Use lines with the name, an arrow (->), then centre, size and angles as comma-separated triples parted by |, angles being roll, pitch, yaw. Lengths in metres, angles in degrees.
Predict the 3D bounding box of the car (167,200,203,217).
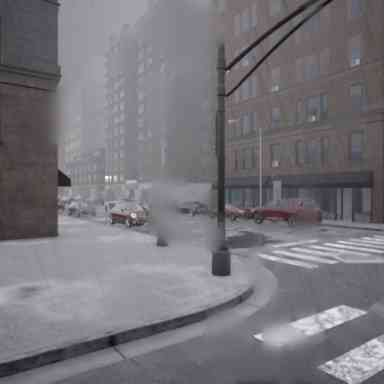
car -> -0.120, 1.555, 31.333 | 1.947, 1.339, 4.313 | 0, 0, -35

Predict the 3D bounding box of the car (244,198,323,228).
car -> 6.231, 1.315, 22.294 | 2.192, 1.841, 5.009 | 0, 0, -35

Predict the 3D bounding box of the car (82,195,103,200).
car -> -15.747, 1.463, 54.076 | 1.837, 1.490, 4.892 | 0, 0, -35

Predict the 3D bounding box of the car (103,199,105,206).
car -> -8.001, 1.456, 37.742 | 1.882, 1.535, 5.008 | 0, 0, -35

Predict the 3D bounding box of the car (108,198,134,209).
car -> -9.646, 1.538, 44.893 | 1.947, 1.339, 4.313 | 0, 0, -35

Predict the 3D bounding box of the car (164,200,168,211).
car -> -3.296, 1.535, 35.854 | 2.008, 1.369, 4.403 | 0, 0, -35

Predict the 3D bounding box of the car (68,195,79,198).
car -> -21.414, 1.478, 56.839 | 1.812, 1.442, 4.674 | 0, 0, -35

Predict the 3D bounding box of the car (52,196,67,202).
car -> -28.698, 1.483, 72.011 | 2.008, 1.369, 4.403 | 0, 0, -35

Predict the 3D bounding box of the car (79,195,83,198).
car -> -19.781, 1.303, 59.761 | 2.097, 1.767, 4.553 | 0, 0, -35

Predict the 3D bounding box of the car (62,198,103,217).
car -> -10.259, 1.532, 30.934 | 2.008, 1.369, 4.403 | 0, 0, -35

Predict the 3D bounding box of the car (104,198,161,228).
car -> -3.906, 1.433, 21.892 | 1.967, 1.590, 4.097 | 0, 0, -35

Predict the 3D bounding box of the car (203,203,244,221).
car -> 3.055, 1.577, 26.814 | 1.802, 1.307, 4.206 | 0, 0, -35

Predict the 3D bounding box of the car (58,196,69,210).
car -> -16.611, 1.514, 39.976 | 1.887, 1.381, 4.507 | 0, 0, -35
